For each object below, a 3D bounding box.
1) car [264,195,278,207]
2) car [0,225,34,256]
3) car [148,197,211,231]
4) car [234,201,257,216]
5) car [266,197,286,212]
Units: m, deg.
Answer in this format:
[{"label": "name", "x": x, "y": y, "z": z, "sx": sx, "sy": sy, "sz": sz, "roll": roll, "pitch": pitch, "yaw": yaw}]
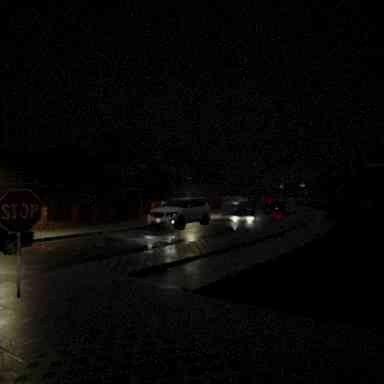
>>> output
[{"label": "car", "x": 13.368, "y": 1.553, "z": 55.719, "sx": 2.150, "sy": 2.045, "sz": 5.566, "roll": 0, "pitch": 0, "yaw": 6}, {"label": "car", "x": -8.189, "y": 1.575, "z": 11.623, "sx": 1.882, "sy": 1.535, "sz": 5.008, "roll": 0, "pitch": -1, "yaw": 35}, {"label": "car", "x": -0.695, "y": 1.380, "z": 22.681, "sx": 2.150, "sy": 2.045, "sz": 5.566, "roll": 0, "pitch": 0, "yaw": 30}, {"label": "car", "x": 5.896, "y": 1.712, "z": 36.351, "sx": 1.882, "sy": 1.535, "sz": 5.008, "roll": 0, "pitch": -1, "yaw": 20}, {"label": "car", "x": 10.764, "y": 1.757, "z": 41.954, "sx": 1.837, "sy": 1.490, "sz": 4.892, "roll": 0, "pitch": -1, "yaw": 16}]
